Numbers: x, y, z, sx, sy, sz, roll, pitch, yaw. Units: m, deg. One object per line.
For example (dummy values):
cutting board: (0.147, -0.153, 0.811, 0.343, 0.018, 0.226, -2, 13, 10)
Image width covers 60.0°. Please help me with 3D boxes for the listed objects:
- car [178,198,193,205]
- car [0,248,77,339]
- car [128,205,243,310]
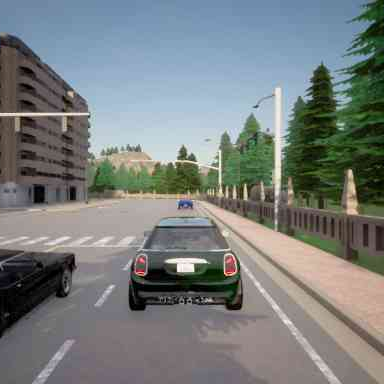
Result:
car: (-0.862, 1.477, 44.302, 1.882, 1.535, 5.008, 0, 0, -1)
car: (-3.543, 1.601, 5.580, 1.895, 1.301, 4.718, 0, 0, -1)
car: (-0.126, 1.352, 7.951, 2.097, 1.767, 4.553, 0, 0, 0)
